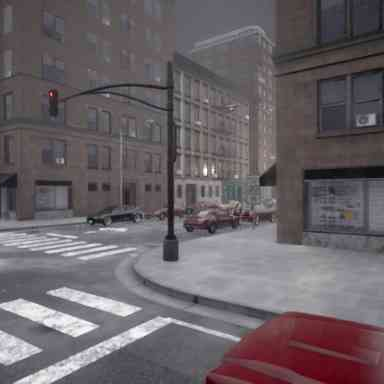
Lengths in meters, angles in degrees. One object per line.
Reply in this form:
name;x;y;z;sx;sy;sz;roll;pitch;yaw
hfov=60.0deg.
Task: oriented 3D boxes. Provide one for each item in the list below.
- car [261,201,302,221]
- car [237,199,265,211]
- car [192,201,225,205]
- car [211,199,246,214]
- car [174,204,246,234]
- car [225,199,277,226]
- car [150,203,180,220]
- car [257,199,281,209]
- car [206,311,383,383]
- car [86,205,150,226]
car;7.668;1.491;28.010;1.752;1.417;4.829;0;0;36
car;7.460;1.593;41.515;1.802;1.307;4.206;0;0;36
car;1.040;1.558;32.537;1.887;1.381;4.507;0;0;36
car;4.151;1.537;36.888;1.752;1.417;4.829;0;0;36
car;1.149;1.551;18.893;1.802;1.307;4.206;0;0;36
car;4.359;1.408;23.383;1.967;1.590;4.097;0;0;36
car;-2.169;1.597;28.049;1.802;1.307;4.206;0;0;36
car;10.669;1.594;46.004;1.802;1.307;4.206;0;0;36
car;2.351;1.601;2.013;4.718;1.301;1.895;0;0;36
car;-5.379;1.583;23.560;1.947;1.339;4.313;0;0;36
